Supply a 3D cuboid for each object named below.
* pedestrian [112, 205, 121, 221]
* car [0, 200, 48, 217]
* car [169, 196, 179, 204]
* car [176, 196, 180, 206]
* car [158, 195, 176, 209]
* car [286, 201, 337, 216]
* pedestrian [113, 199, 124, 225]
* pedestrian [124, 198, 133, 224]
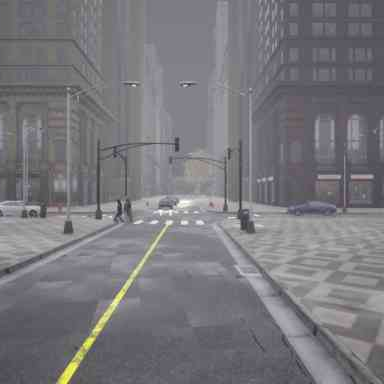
[{"bbox_3d":[-5.358,1.518,23.621,0.500,1.100,0.500,0,0,0],"label":"pedestrian"},{"bbox_3d":[-15.062,1.474,29.056,4.674,1.442,1.812,0,0,-2],"label":"car"},{"bbox_3d":[-3.529,1.540,66.921,1.812,1.442,4.674,0,0,0],"label":"car"},{"bbox_3d":[-3.502,1.354,54.458,2.097,1.767,4.553,0,0,0],"label":"car"},{"bbox_3d":[-3.458,1.546,44.496,2.033,1.411,5.357,0,0,-4],"label":"car"},{"bbox_3d":[11.633,1.564,32.455,4.674,1.442,1.812,0,0,1],"label":"car"},{"bbox_3d":[-4.973,1.293,22.424,0.375,1.860,0.375,0,0,0],"label":"pedestrian"},{"bbox_3d":[-4.345,1.293,23.032,0.375,1.860,0.375,0,0,0],"label":"pedestrian"}]
